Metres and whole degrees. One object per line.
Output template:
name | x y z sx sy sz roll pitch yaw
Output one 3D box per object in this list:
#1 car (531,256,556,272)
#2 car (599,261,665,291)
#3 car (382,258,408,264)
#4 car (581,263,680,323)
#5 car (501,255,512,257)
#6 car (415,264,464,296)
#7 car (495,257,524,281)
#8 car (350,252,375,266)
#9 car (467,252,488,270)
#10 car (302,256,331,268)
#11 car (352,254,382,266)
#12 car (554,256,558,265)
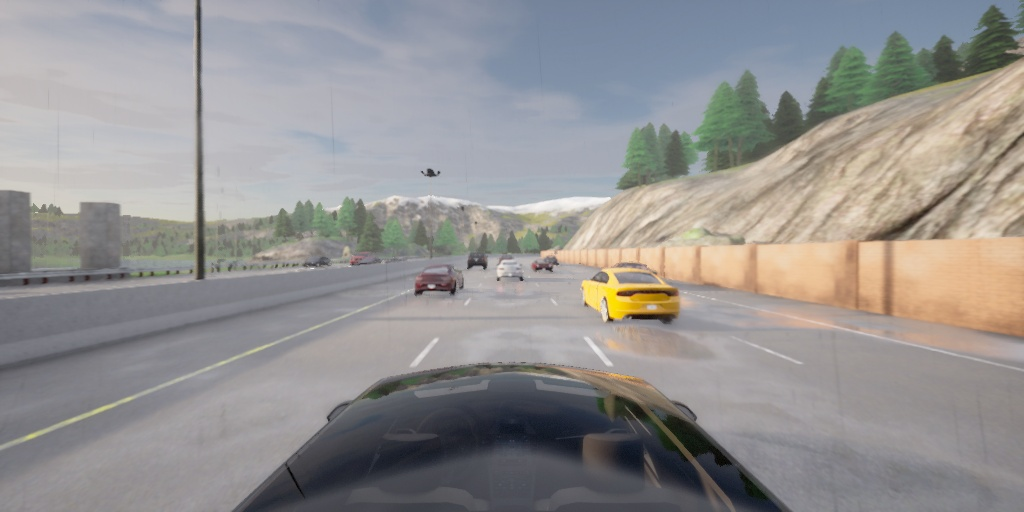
car | 3.066 0.979 37.343 1.895 1.301 4.718 0 1 -2
car | 6.989 1.095 21.535 2.033 1.411 5.357 0 1 -1
car | -14.854 0.867 46.764 1.895 1.301 4.718 0 1 -1
car | 3.559 1.126 11.643 1.882 1.535 5.008 0 1 -1
car | -0.754 0.605 48.993 2.097 1.767 4.553 0 1 -1
car | -3.501 1.105 17.710 1.812 1.442 4.674 0 1 -1
car | -0.195 1.012 26.787 1.812 1.442 4.674 0 1 -1
car | -21.998 0.419 53.302 2.150 2.045 5.566 0 1 -1
car | -4.108 0.533 43.254 2.150 2.045 5.566 0 1 -2
car | -25.352 0.760 46.688 1.837 1.490 4.892 0 1 -1
car | -18.346 0.812 46.653 2.033 1.411 5.357 0 1 -1
car | 6.059 0.671 56.570 2.128 1.511 4.902 0 1 -1
